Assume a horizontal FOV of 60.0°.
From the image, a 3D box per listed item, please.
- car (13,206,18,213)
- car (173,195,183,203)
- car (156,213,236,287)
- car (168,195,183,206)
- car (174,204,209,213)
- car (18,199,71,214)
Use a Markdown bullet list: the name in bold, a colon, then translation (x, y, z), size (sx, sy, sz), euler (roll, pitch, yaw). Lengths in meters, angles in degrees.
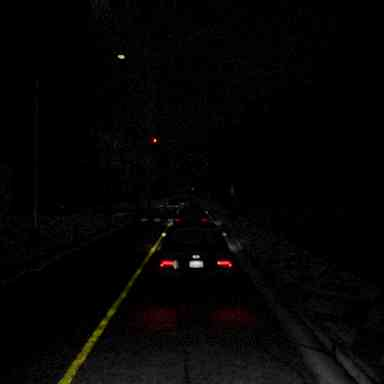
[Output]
- **car**: translation (-19.078, 1.754, 39.841), size (4.313, 1.339, 1.947), euler (0, -2, 0)
- **car**: translation (-3.131, 1.587, 75.209), size (2.097, 1.767, 4.553), euler (0, 0, 0)
- **car**: translation (0.072, 1.557, 9.448), size (2.033, 1.411, 5.357), euler (0, 0, 0)
- **car**: translation (-3.165, 1.703, 59.464), size (2.033, 1.411, 5.357), euler (0, 0, 0)
- **car**: translation (-0.002, 1.586, 19.145), size (1.994, 1.385, 4.181), euler (0, 0, 1)
- **car**: translation (-13.598, 1.394, 31.340), size (4.097, 1.590, 1.967), euler (0, -2, -1)
